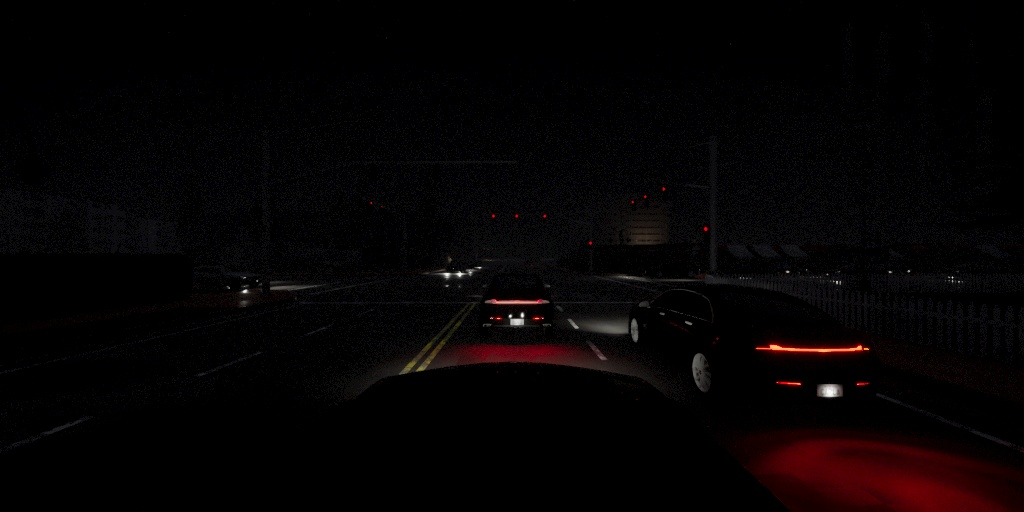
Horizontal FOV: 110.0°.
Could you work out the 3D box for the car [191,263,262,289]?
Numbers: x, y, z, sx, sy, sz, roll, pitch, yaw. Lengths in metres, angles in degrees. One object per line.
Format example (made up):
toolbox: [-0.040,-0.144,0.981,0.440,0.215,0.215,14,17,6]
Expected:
car: [-18.162,1.276,22.254,4.674,1.442,1.812,0,0,0]

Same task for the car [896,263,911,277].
car: [34.483,1.242,33.813,4.902,1.511,2.128,0,0,-1]

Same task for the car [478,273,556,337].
car: [0.130,1.242,10.333,2.128,1.511,4.902,0,0,0]

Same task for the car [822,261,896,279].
car: [28.875,1.276,30.203,4.674,1.442,1.812,0,0,-1]

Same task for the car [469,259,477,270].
car: [-6.778,1.276,54.181,1.812,1.442,4.674,0,0,1]

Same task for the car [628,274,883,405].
car: [3.587,1.255,6.429,1.837,1.490,4.892,0,0,1]

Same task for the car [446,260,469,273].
car: [-6.845,1.255,44.358,1.837,1.490,4.892,0,0,0]

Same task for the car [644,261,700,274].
car: [14.920,1.255,33.512,4.892,1.490,1.837,0,0,1]

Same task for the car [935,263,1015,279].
car: [38.875,1.276,30.387,4.674,1.442,1.812,0,0,-1]

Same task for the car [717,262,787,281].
car: [19.615,1.241,30.036,4.902,1.511,2.128,0,0,-1]

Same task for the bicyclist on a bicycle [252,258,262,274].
bicyclist on a bicycle: [-26.175,1.051,36.843,0.582,1.620,1.656,0,0,-3]

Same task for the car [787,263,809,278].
car: [24.659,1.297,33.634,5.357,1.411,2.033,0,0,-1]
